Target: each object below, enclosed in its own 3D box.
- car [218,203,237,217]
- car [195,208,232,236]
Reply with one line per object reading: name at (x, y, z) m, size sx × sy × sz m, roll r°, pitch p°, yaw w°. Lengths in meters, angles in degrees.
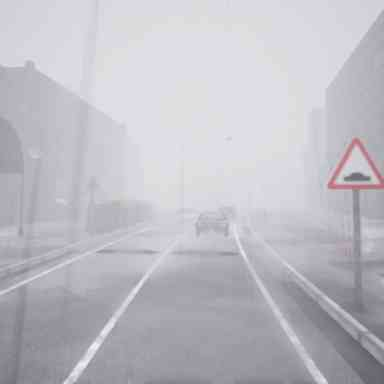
car at (4.097, 2.028, 38.448) m, size 1.882 × 1.535 × 5.008 m, roll 0°, pitch -1°, yaw 10°
car at (1.300, 1.857, 20.228) m, size 1.895 × 1.301 × 4.718 m, roll 0°, pitch -1°, yaw 6°
